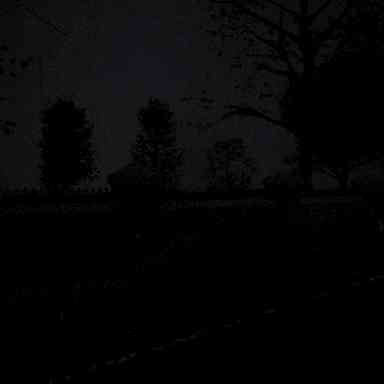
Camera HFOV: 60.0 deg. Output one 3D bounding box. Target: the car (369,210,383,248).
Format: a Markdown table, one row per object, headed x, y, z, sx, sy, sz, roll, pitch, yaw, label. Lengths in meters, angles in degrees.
| x | y | z | sx | sy | sz | roll | pitch | yaw | label |
| --- | --- | --- | --- | --- | --- | --- | --- | --- | --- |
| 8.944 | 1.200 | 12.936 | 5.009 | 1.841 | 2.192 | -1 | 0 | -35 | car |

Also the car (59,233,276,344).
| x | y | z | sx | sy | sz | roll | pitch | yaw | label |
| --- | --- | --- | --- | --- | --- | --- | --- | --- | --- |
| -0.222 | 1.539 | 6.401 | 4.313 | 1.339 | 1.947 | -1 | 0 | -35 | car |
